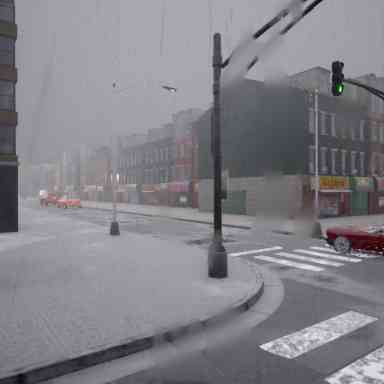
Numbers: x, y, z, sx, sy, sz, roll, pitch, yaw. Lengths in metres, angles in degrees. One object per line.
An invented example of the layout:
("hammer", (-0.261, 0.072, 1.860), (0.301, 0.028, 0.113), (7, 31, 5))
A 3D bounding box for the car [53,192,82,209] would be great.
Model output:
("car", (-15.893, 1.206, 42.980), (2.097, 1.767, 4.553), (0, 0, -36))

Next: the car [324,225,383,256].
("car", (6.954, 1.582, 11.137), (1.895, 1.301, 4.718), (0, 0, -36))

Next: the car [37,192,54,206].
("car", (-21.632, 1.045, 50.920), (2.150, 2.045, 5.566), (0, 0, -36))
